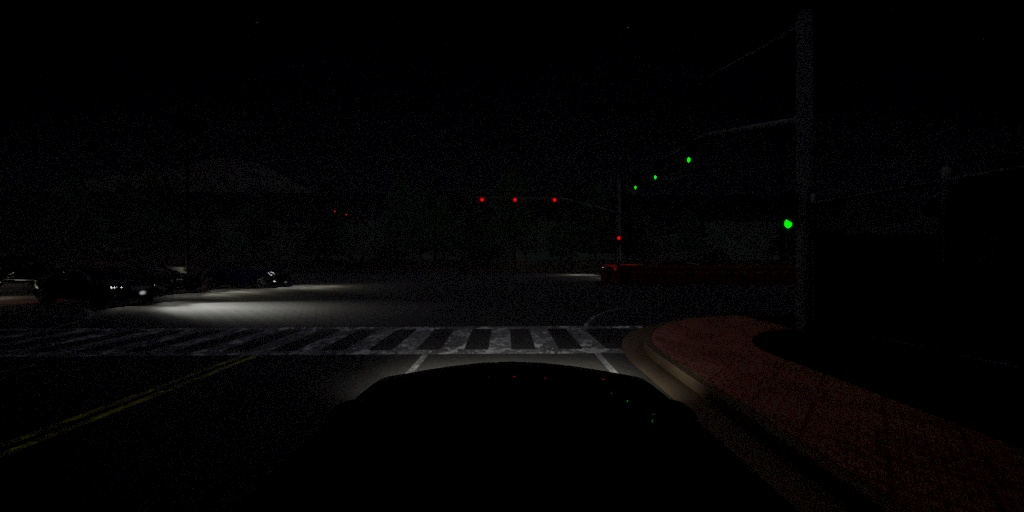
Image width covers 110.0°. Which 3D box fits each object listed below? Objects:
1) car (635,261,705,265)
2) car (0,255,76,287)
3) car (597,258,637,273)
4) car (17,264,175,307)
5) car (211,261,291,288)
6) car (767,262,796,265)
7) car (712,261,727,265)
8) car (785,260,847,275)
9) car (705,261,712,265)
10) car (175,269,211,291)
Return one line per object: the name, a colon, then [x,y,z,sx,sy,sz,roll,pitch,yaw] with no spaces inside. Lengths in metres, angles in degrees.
car: [13.708,1.255,31.219,4.892,1.490,1.837,0,0,-2]
car: [-29.838,0.963,22.660,5.566,2.045,2.150,0,0,-2]
car: [11.419,1.102,38.151,4.553,1.767,2.097,0,0,-2]
car: [-17.495,1.242,15.169,4.902,1.511,2.128,0,0,12]
car: [-16.862,1.101,23.064,4.553,1.767,2.097,0,0,-2]
car: [23.015,1.350,31.509,4.718,1.301,1.895,0,0,-2]
car: [20.535,1.255,38.436,4.892,1.490,1.837,0,0,-2]
car: [32.818,1.242,38.810,4.902,1.511,2.128,0,0,-2]
car: [16.352,1.276,34.802,4.674,1.442,1.812,0,0,-2]
car: [-19.801,1.228,19.471,5.008,1.535,1.882,0,0,-2]
